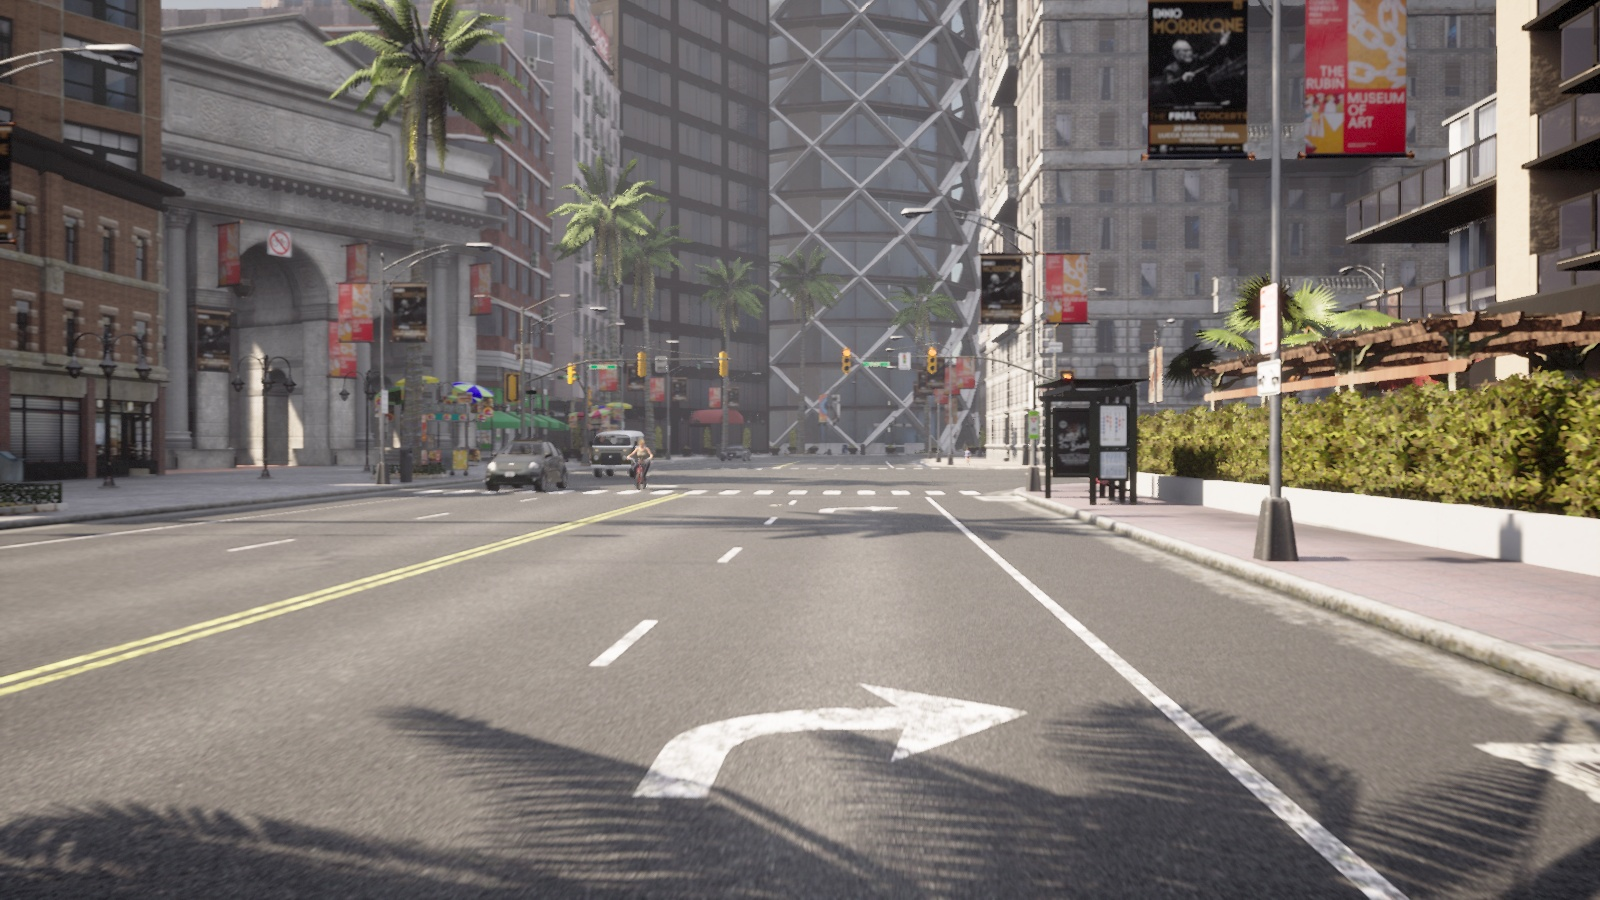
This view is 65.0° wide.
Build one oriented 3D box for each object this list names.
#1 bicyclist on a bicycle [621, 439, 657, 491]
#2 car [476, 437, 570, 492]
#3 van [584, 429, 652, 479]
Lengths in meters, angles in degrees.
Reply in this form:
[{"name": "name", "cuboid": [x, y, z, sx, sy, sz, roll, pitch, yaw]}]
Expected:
[{"name": "bicyclist on a bicycle", "cuboid": [-5.053, 0.454, 39.457, 0.866, 1.612, 1.509, 0, 0, 3]}, {"name": "car", "cuboid": [-8.576, 0.412, 39.201, 1.851, 1.617, 3.988, 0, 0, 3]}, {"name": "van", "cuboid": [-7.819, 0.154, 54.240, 2.069, 2.038, 4.480, 0, 0, 3]}]
